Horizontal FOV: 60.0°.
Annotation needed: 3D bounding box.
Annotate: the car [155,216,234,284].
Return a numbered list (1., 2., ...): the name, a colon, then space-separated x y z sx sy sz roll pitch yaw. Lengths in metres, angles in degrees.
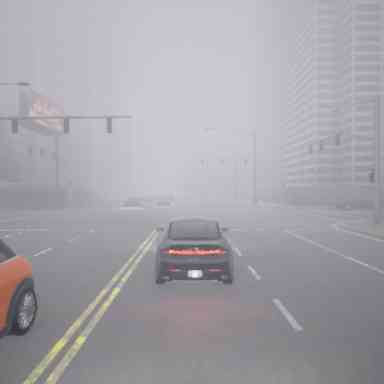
1. car: 0.032 1.436 9.335 1.837 1.490 4.892 0 0 -1

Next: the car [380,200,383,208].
1. car: 21.896 1.353 33.140 4.718 1.301 1.895 0 0 -1

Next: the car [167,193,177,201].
1. car: -4.113 1.015 69.942 1.812 1.442 4.674 0 0 -1

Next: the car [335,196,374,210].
1. car: 18.360 1.205 36.589 5.008 1.535 1.882 0 0 -1

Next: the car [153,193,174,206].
1. car: -3.887 1.212 46.028 2.033 1.411 5.357 0 0 -3

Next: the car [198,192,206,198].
1. car: 2.712 0.701 89.595 2.097 1.767 4.553 0 0 -1

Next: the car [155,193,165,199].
1. car: -7.700 0.969 79.767 1.994 1.385 4.181 0 0 -1

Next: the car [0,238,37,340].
1. car: -3.597 1.327 3.575 2.097 1.767 4.553 0 0 0

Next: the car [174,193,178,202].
1. car: -4.049 1.061 59.248 2.128 1.511 4.902 0 0 0

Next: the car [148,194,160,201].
1. car: -7.586 1.114 66.985 1.895 1.301 4.718 0 0 -1

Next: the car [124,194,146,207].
1. car: -7.467 1.252 42.891 1.994 1.385 4.181 0 0 -1

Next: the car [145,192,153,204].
1. car: -7.540 1.128 54.684 1.812 1.442 4.674 0 0 0
